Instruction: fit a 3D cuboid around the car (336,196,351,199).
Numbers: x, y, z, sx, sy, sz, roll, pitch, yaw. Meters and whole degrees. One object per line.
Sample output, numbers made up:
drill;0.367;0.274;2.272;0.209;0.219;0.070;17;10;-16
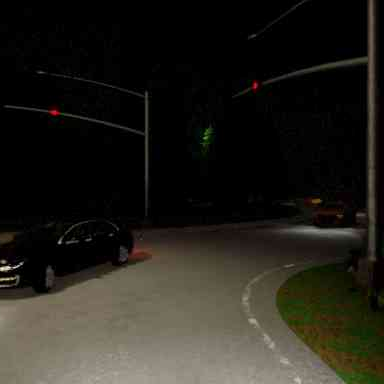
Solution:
car;20.758;1.325;46.367;2.097;1.767;4.553;0;0;3

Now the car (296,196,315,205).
car;19.596;1.451;56.078;1.882;1.535;5.008;0;0;-16

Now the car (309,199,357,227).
car;9.846;1.451;22.620;1.882;1.535;5.008;0;0;37

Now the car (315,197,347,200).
car;16.611;1.574;39.999;1.895;1.301;4.718;0;0;8

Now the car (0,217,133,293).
car;-3.479;1.495;9.104;1.837;1.490;4.892;-2;-1;23
